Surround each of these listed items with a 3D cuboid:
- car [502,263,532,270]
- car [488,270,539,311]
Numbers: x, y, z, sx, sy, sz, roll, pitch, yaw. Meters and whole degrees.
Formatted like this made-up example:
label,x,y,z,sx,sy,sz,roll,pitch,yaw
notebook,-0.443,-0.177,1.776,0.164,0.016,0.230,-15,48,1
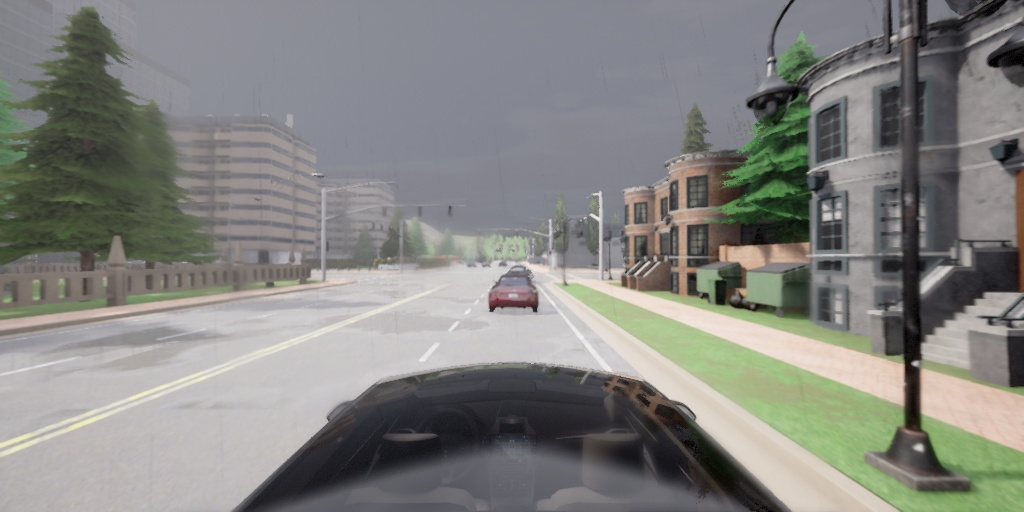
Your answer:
label,x,y,z,sx,sy,sz,roll,pitch,yaw
car,0.728,1.559,30.521,1.812,1.442,4.674,0,0,12
car,0.100,1.447,15.160,1.994,1.385,4.181,0,0,2
